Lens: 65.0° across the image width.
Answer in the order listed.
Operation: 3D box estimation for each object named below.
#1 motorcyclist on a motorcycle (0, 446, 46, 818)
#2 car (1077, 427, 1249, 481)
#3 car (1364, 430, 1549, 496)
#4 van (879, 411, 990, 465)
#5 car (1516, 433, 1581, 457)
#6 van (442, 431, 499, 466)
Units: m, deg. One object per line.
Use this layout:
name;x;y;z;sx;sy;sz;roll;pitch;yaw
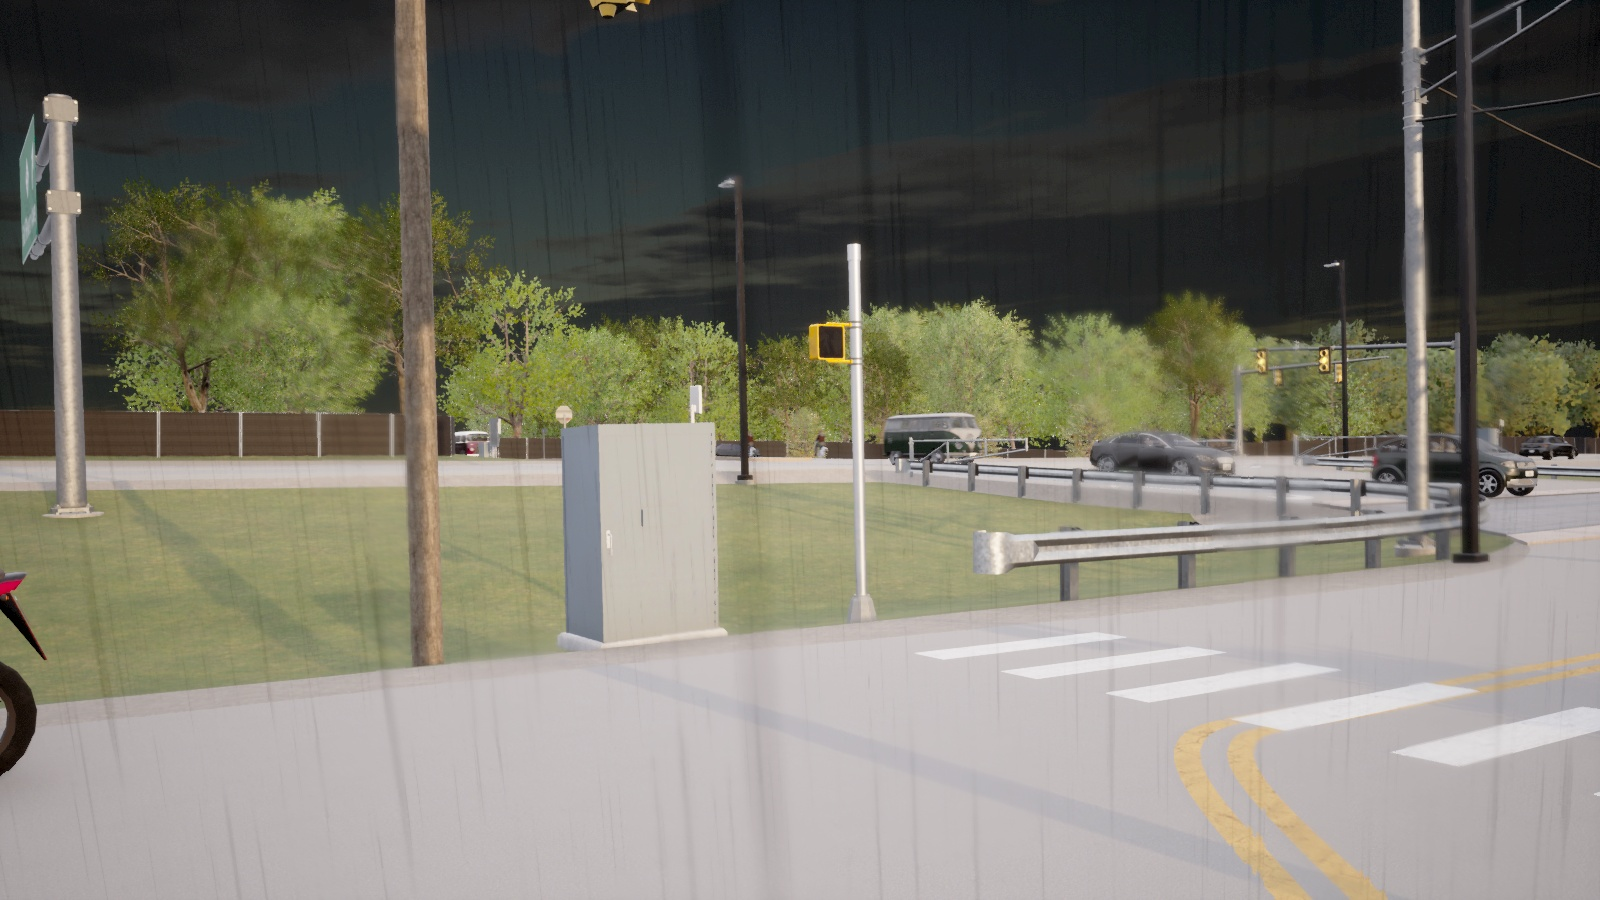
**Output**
motorcyclist on a motorcycle;-4.218;0.750;4.986;2.044;1.523;0.797;0;0;-35
car;11.235;0.083;39.196;2.128;1.511;4.902;0;2;-34
car;16.436;0.310;31.578;1.789;1.549;3.705;-1;0;-34
van;5.086;-0.422;48.194;1.775;1.987;4.442;0;0;-34
car;45.899;-0.316;76.970;4.193;1.474;1.816;0;0;-34
van;-21.045;-0.085;80.008;2.069;2.038;4.480;-2;0;-34
